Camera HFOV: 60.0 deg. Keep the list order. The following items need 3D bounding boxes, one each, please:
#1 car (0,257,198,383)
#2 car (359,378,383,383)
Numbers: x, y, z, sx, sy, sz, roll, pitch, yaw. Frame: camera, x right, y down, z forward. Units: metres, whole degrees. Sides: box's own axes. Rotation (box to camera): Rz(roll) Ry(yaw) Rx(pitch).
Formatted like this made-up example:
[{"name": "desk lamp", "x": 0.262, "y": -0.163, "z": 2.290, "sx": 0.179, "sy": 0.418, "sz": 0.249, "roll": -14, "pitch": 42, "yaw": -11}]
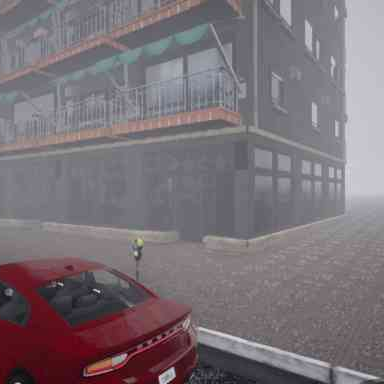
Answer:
[{"name": "car", "x": -2.042, "y": 1.545, "z": 4.326, "sx": 4.507, "sy": 1.381, "sz": 1.887, "roll": 0, "pitch": 0, "yaw": 35}, {"name": "car", "x": 2.551, "y": 1.566, "z": 1.059, "sx": 4.313, "sy": 1.339, "sz": 1.947, "roll": 0, "pitch": 0, "yaw": 35}]
